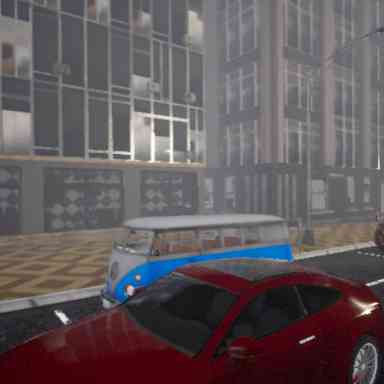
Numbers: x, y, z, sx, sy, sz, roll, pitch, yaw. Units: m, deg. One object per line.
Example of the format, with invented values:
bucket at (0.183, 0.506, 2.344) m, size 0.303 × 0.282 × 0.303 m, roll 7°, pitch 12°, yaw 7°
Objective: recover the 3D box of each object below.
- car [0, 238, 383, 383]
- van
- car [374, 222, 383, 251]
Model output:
car at (0.337, 1.538, 3.621) m, size 4.674 × 1.442 × 1.812 m, roll 0°, pitch 0°, yaw -36°
van at (0.284, 1.364, 6.782) m, size 3.998 × 1.788 × 1.690 m, roll 0°, pitch -1°, yaw -36°
car at (9.292, 1.401, 13.215) m, size 5.009 × 1.841 × 2.192 m, roll 0°, pitch -1°, yaw -36°
